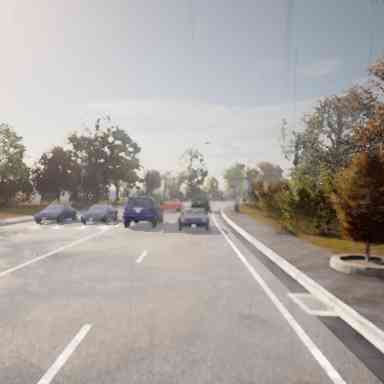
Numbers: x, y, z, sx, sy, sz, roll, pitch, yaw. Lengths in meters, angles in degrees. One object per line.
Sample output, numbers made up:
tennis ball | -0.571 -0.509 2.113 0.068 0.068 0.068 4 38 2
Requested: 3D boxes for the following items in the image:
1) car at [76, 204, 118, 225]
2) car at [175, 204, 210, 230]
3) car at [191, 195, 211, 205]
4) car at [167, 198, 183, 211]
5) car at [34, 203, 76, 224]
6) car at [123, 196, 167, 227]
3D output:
car | -6.963 1.623 25.465 1.812 1.442 4.674 0 0 1
car | 0.135 1.680 21.485 1.895 1.301 4.718 0 0 1
car | 1.180 1.404 42.602 2.150 2.045 5.566 0 0 6
car | -2.367 1.529 42.020 2.097 1.767 4.553 0 0 5
car | -10.451 1.625 25.952 1.812 1.442 4.674 0 0 2
car | -3.329 1.309 23.617 2.150 2.045 5.566 0 -1 2
